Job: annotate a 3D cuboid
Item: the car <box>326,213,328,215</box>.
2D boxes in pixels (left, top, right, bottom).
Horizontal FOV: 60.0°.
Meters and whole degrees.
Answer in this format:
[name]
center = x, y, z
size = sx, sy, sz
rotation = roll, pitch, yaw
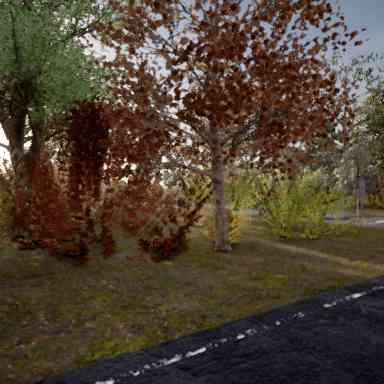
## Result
[car]
center = 8.924, 1.115, 27.633
size = 2.097, 1.767, 4.553
rotation = -1, 1, -36
